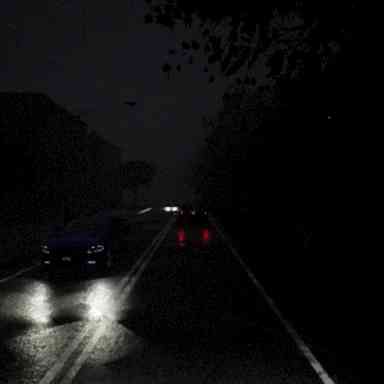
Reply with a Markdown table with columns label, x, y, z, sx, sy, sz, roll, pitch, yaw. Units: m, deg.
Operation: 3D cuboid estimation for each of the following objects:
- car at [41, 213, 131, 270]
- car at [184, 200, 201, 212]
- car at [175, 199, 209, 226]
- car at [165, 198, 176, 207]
| label | x | y | z | sx | sy | sz | roll | pitch | yaw |
| --- | --- | --- | --- | --- | --- | --- | --- | --- | --- |
| car | -3.351 | 1.527 | 11.376 | 1.882 | 1.535 | 5.008 | 0 | 0 | 0 |
| car | 0.098 | 1.715 | 41.992 | 2.033 | 1.411 | 5.357 | 0 | 0 | 0 |
| car | 0.099 | 1.454 | 24.548 | 2.097 | 1.767 | 4.553 | 0 | 0 | 0 |
| car | -3.316 | 1.708 | 54.394 | 2.128 | 1.511 | 4.902 | 0 | 0 | 0 |
